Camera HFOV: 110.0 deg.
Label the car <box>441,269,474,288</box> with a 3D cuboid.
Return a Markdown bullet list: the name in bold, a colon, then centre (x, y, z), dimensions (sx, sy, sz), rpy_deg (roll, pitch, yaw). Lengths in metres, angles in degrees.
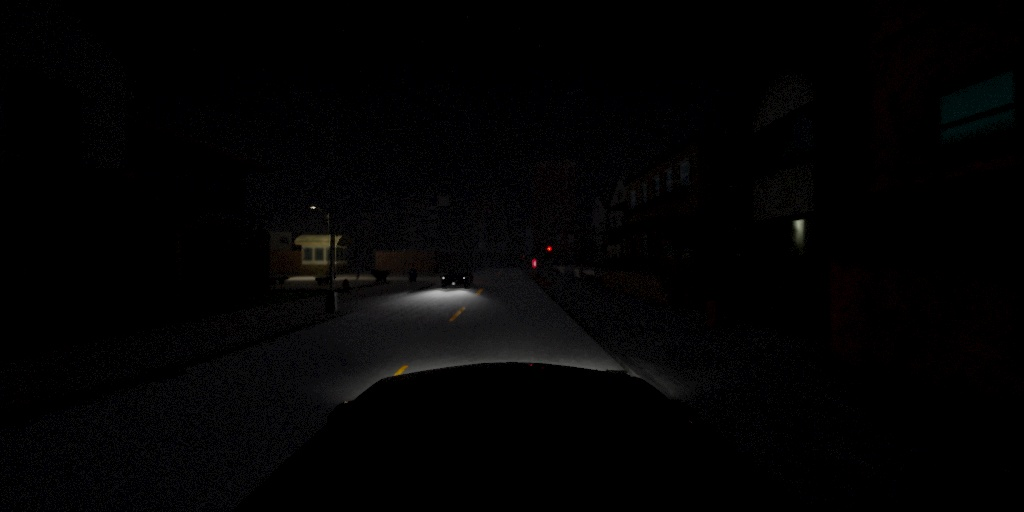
- **car**: centre (-4.012, 1.628, 26.894), dimensions (1.895, 1.301, 4.718), rpy_deg (0, -1, 0)
